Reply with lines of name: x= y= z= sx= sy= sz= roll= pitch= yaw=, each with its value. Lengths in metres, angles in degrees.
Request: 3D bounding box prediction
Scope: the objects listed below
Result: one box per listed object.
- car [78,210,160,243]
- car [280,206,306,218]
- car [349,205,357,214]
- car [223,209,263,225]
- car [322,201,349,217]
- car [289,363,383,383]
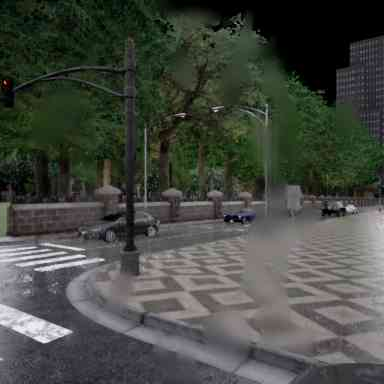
car: x=-3.816 y=1.792 z=18.097 sx=1.837 sy=1.490 sz=4.892 roll=0 pitch=-1 yaw=37
car: x=12.497 y=2.349 z=40.933 sx=1.882 sy=1.535 sz=5.008 roll=0 pitch=-1 yaw=36
car: x=25.281 y=2.771 z=53.478 sx=1.812 sy=1.442 sz=4.674 roll=0 pitch=-1 yaw=35
car: x=4.634 y=2.187 z=29.910 sx=1.895 sy=1.301 sz=4.718 roll=0 pitch=-1 yaw=35
car: x=19.142 y=2.237 z=44.825 sx=2.150 sy=2.045 sz=5.566 roll=0 pitch=-1 yaw=35
car: x=2.373 y=1.551 z=1.264 sx=4.403 sy=1.369 sz=2.008 roll=0 pitch=0 yaw=36
